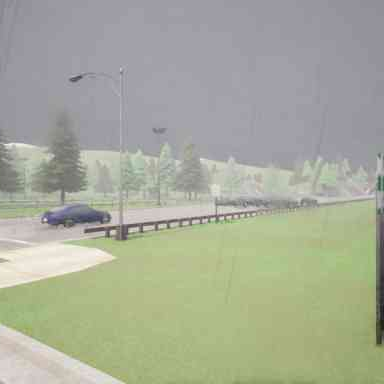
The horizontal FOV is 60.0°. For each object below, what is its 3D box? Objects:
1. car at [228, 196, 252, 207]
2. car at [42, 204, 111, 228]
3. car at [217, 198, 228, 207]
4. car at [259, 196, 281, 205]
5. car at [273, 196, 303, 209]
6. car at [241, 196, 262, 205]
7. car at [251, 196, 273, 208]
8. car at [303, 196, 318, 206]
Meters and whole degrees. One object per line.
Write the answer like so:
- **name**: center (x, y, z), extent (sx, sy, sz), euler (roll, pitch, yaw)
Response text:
- **car**: center (8.035, 1.491, 50.530), extent (2.128, 1.511, 4.902), euler (0, 0, 35)
- **car**: center (-7.555, 1.525, 22.069), extent (1.812, 1.442, 4.674), euler (0, 0, 35)
- **car**: center (5.338, 1.564, 52.767), extent (1.994, 1.385, 4.181), euler (0, 0, 35)
- **car**: center (13.869, 1.491, 58.958), extent (2.128, 1.511, 4.902), euler (0, 0, 35)
- **car**: center (13.265, 1.505, 45.806), extent (1.837, 1.490, 4.892), euler (0, 0, 35)
- **car**: center (11.002, 1.478, 60.965), extent (1.882, 1.535, 5.008), euler (0, 0, 35)
- **car**: center (10.912, 1.505, 48.537), extent (1.837, 1.490, 4.892), euler (0, 0, 35)
- **car**: center (19.129, 1.505, 54.266), extent (1.837, 1.490, 4.892), euler (0, 0, 35)
